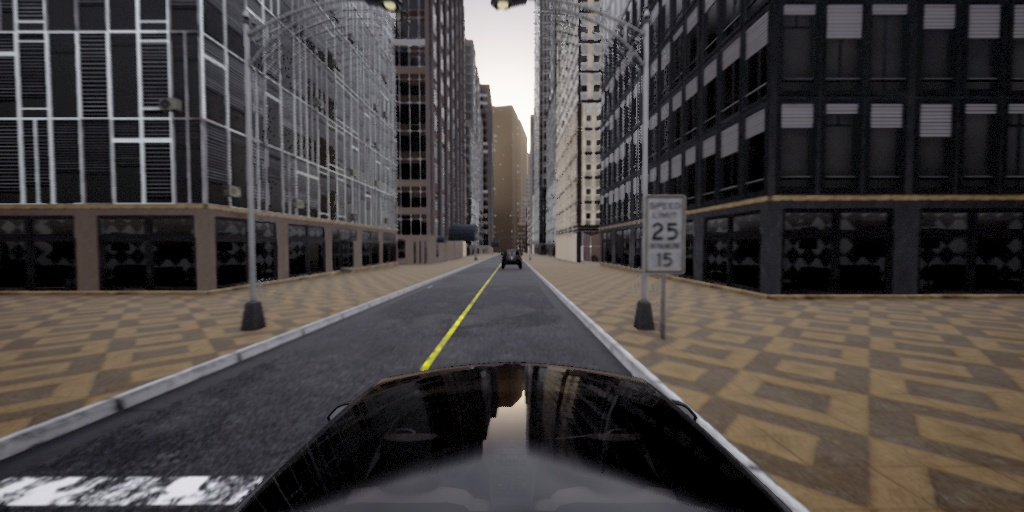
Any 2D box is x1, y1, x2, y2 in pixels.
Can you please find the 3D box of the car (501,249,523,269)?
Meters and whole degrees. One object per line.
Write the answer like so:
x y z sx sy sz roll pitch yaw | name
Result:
-0.025 0.276 38.252 2.150 2.045 5.566 0 1 0 | car
